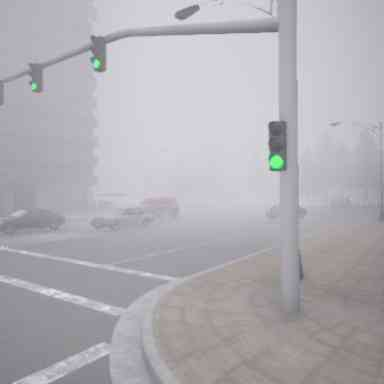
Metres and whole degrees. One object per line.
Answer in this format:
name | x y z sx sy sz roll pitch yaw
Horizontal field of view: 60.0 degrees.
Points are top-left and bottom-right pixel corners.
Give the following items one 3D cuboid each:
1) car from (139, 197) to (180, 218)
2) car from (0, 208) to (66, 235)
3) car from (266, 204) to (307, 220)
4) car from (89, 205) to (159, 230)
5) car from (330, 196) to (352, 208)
car | -3.418 1.486 30.905 2.150 2.045 5.566 -1 0 36
car | -10.415 1.785 21.233 1.812 1.442 4.674 -1 -1 36
car | 8.359 1.692 29.149 2.033 1.411 5.357 -1 -1 38
car | -4.754 1.822 23.106 1.895 1.301 4.718 -1 -1 36
car | 22.003 1.387 49.121 2.097 1.767 4.553 -1 2 38
